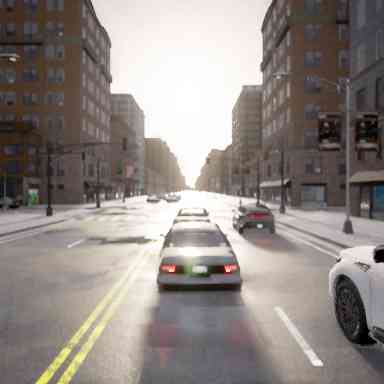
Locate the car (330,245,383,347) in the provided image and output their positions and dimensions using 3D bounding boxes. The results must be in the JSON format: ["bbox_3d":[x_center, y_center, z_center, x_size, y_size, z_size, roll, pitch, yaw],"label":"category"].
[{"bbox_3d":[3.350,1.202,3.147,2.150,2.045,5.566,0,1,0],"label":"car"}]

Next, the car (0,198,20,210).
[{"bbox_3d":[-22.152,1.341,38.301,4.313,1.339,1.947,0,0,0],"label":"car"}]

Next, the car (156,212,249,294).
[{"bbox_3d":[0.082,1.493,8.785,2.033,1.411,5.357,0,0,-2],"label":"car"}]

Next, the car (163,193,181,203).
[{"bbox_3d":[-3.366,1.169,56.800,1.812,1.442,4.674,0,0,0],"label":"car"}]

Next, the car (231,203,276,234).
[{"bbox_3d":[3.338,1.389,18.464,1.837,1.490,4.892,0,0,1],"label":"car"}]

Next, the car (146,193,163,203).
[{"bbox_3d":[-6.615,1.190,56.746,2.033,1.411,5.357,0,0,0],"label":"car"}]

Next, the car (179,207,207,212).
[{"bbox_3d":[0.072,1.486,18.434,1.895,1.301,4.718,0,0,2],"label":"car"}]
